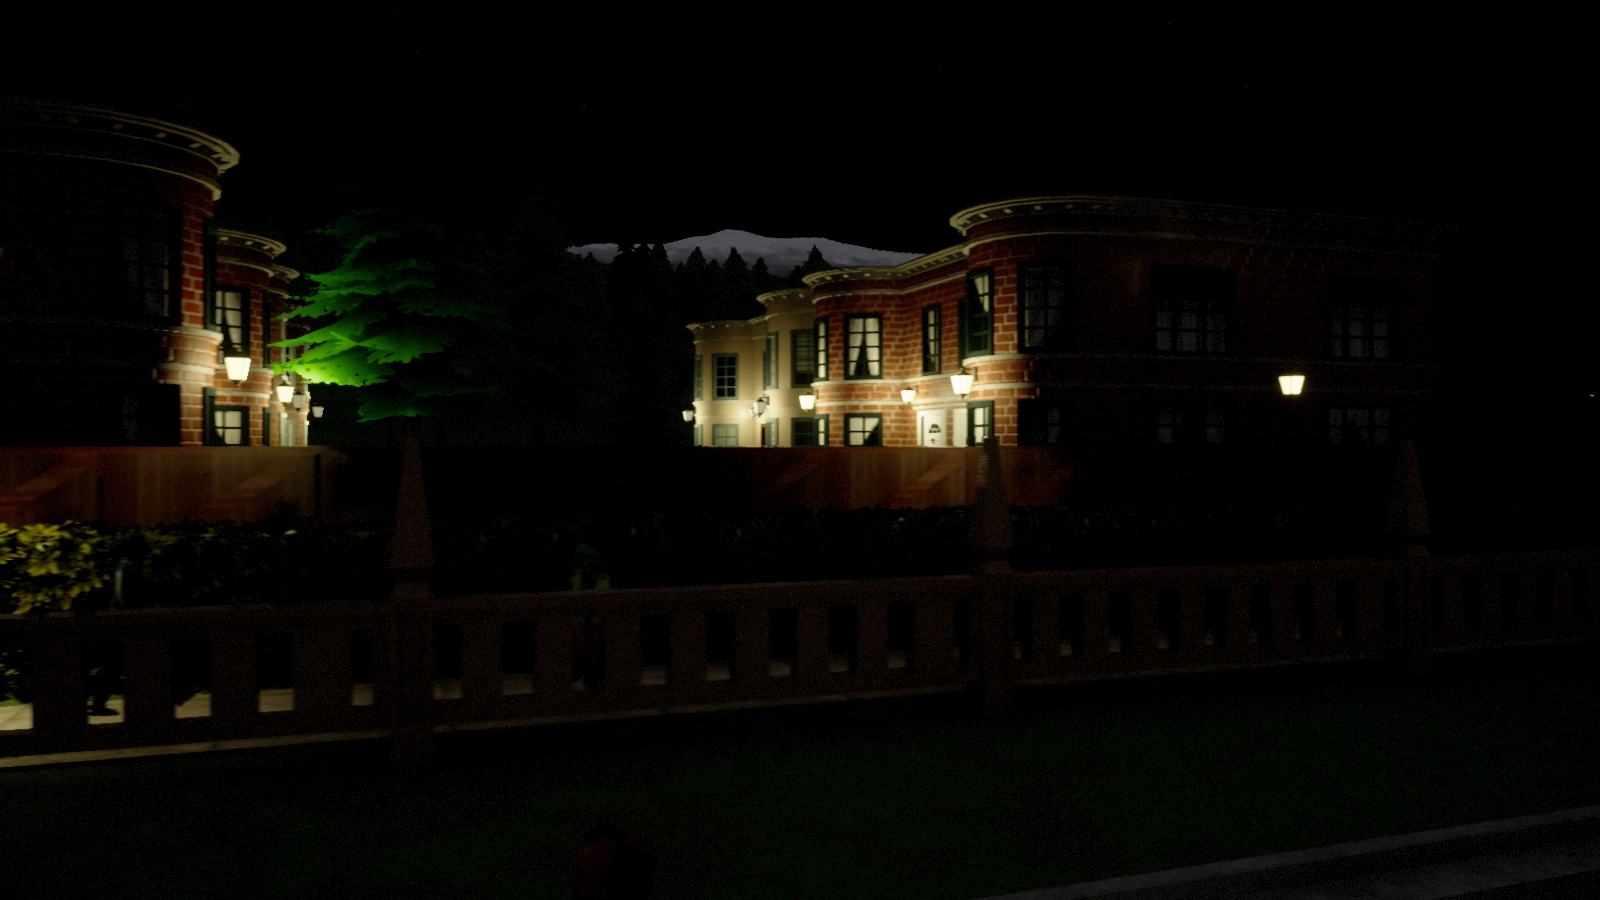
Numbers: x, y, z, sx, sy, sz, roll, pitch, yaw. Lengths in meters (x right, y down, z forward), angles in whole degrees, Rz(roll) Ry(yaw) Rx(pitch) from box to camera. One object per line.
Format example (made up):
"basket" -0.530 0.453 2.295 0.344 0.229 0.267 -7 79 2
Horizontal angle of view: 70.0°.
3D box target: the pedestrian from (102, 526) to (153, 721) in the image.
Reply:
"pedestrian" -6.638 1.694 11.288 0.375 1.860 0.375 0 0 -20

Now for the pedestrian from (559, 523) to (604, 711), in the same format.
"pedestrian" -2.245 1.696 11.725 0.375 1.860 0.375 0 0 -24

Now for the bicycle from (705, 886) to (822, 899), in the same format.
"bicycle" -0.784 2.060 3.009 1.835 1.471 0.329 0 0 -20
